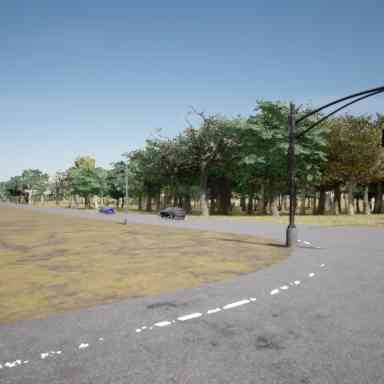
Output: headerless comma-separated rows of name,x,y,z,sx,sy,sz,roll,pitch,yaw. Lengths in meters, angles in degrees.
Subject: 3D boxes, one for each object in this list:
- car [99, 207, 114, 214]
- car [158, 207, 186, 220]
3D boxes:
car,-16.377,3.501,63.570,1.812,1.442,4.674,1,-2,-33
car,-2.603,2.698,42.581,2.128,1.511,4.902,1,-2,-33
